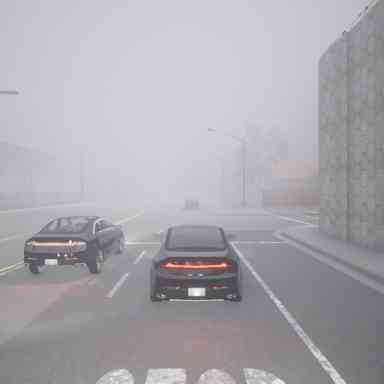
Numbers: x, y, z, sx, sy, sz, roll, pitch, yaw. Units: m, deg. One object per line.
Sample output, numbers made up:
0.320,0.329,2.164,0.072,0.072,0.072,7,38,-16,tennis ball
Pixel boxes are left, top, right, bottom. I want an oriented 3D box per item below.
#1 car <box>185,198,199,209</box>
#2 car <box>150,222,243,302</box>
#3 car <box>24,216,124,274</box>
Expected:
-0.026,1.491,44.232,2.128,1.511,4.902,0,0,0,car
0.078,1.505,8.252,1.837,1.490,4.892,0,0,0,car
-3.430,1.492,10.520,2.128,1.511,4.902,0,0,0,car
